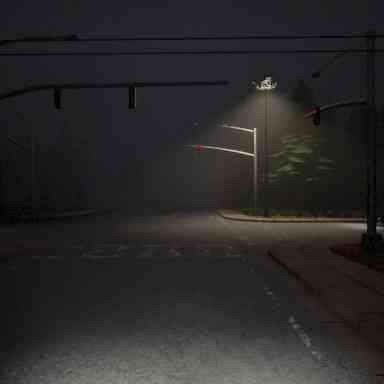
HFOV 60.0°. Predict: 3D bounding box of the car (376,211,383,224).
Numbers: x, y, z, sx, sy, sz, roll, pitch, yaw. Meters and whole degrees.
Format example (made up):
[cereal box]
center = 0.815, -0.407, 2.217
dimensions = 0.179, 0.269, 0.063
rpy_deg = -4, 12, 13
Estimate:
[car]
center = 14.896, 1.513, 22.121
dimensions = 4.892, 1.490, 1.837
rpy_deg = 0, 0, 1
